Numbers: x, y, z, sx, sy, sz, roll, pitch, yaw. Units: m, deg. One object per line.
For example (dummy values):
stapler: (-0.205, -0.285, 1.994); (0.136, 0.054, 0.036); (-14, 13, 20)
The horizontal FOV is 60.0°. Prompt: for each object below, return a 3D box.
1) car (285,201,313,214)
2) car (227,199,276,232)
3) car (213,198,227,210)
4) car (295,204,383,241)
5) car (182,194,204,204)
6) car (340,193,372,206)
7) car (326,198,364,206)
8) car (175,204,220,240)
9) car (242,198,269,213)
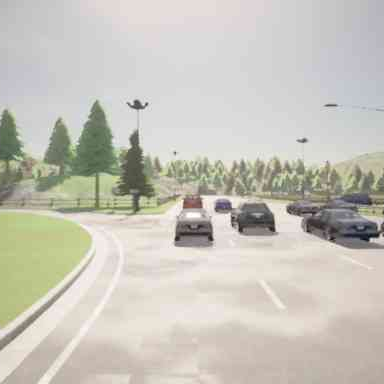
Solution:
car: (10.590, 1.546, 32.228); (2.033, 1.411, 5.357); (0, 0, 0)
car: (3.594, 1.351, 20.361); (2.097, 1.767, 4.553); (0, 0, 0)
car: (3.588, 1.476, 39.151); (1.882, 1.535, 5.008); (0, 0, 0)
car: (7.095, 1.547, 16.504); (2.033, 1.411, 5.357); (0, 0, 0)
car: (0.088, 1.220, 36.757); (2.150, 2.045, 5.566); (0, 0, 0)
car: (22.793, 1.221, 47.810); (5.566, 2.045, 2.150); (0, 0, 44)
car: (14.090, 1.546, 32.258); (2.033, 1.411, 5.357); (0, 0, 0)
car: (0.094, 1.547, 16.962); (2.033, 1.411, 5.357); (0, 0, 0)
car: (7.088, 1.490, 37.569); (2.128, 1.511, 4.902); (0, 0, 0)
